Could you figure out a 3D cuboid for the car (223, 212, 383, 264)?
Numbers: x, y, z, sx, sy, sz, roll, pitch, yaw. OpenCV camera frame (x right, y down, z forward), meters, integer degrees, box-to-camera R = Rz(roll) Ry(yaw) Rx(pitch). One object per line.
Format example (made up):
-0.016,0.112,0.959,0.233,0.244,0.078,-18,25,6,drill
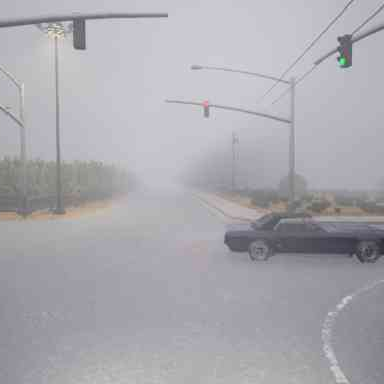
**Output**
3.321,1.280,9.987,4.718,1.301,1.895,0,3,6,car

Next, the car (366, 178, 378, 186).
42.121,-2.288,77.596,1.905,1.878,3.866,10,10,41,car
